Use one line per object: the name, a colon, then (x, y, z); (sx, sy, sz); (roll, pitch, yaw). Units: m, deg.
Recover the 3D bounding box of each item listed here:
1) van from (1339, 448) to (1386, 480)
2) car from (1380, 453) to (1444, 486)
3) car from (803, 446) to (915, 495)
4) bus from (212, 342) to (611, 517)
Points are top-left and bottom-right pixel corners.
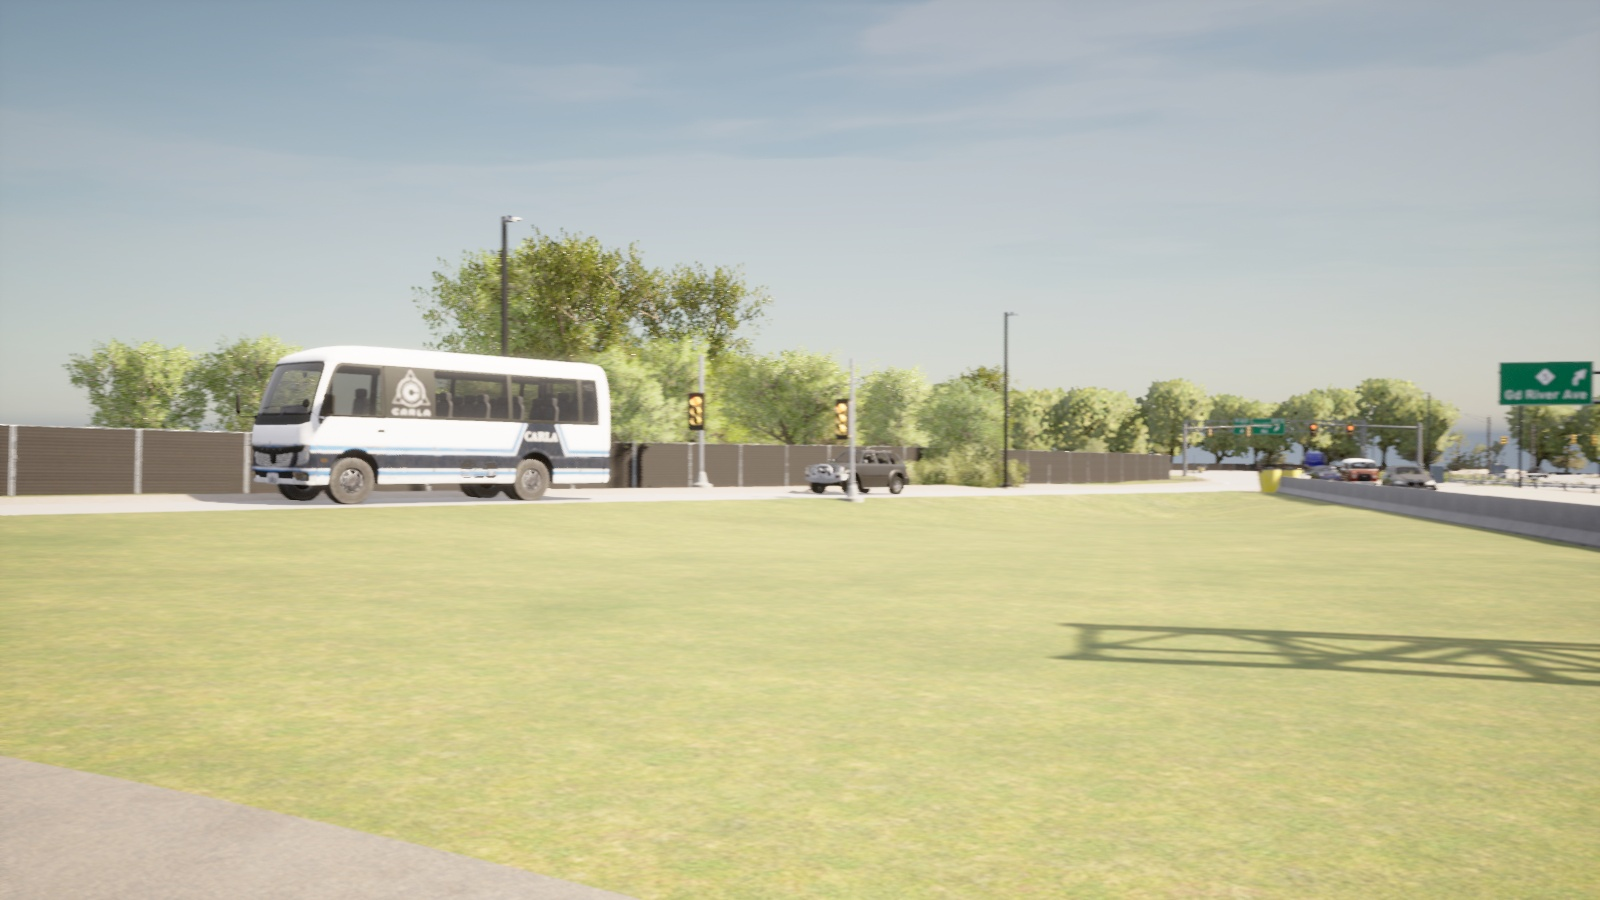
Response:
van: (36.680, 0.913, 81.999); (2.069, 2.038, 4.480); (-1, 0, 15)
car: (32.481, 0.991, 66.769); (2.242, 1.667, 4.611); (-1, 0, 15)
car: (2.392, 0.794, 50.004); (1.932, 1.855, 4.605); (0, -1, 42)
bus: (-10.652, -0.478, 35.706); (3.944, 4.253, 10.273); (0, 0, 42)
